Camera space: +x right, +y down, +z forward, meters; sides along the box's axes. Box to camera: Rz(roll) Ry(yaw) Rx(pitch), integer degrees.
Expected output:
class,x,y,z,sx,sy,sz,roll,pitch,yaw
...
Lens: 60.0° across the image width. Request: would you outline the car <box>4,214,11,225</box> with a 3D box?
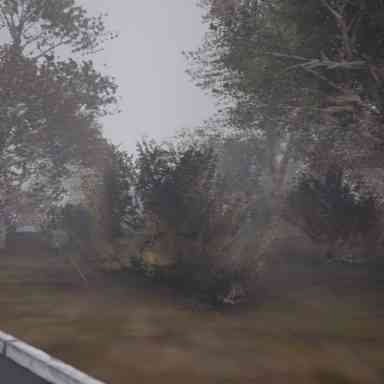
class,x,y,z,sx,sy,sz,roll,pitch,yaw
car,-17.848,2.126,27.174,2.150,2.045,5.566,-2,-4,32
